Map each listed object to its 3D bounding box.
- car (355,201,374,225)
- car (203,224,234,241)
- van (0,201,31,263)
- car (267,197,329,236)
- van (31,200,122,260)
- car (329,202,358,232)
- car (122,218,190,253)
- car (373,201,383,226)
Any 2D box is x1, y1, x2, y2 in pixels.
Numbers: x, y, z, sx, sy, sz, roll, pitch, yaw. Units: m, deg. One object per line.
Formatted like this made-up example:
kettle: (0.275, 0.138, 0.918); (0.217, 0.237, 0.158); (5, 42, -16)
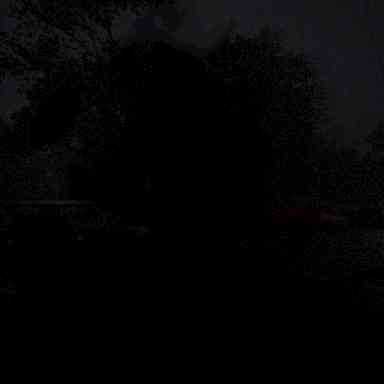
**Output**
car: (9.443, 1.595, 22.850); (4.892, 1.521, 2.231); (-1, -1, 34)
car: (-0.246, 1.572, 15.932); (4.792, 1.488, 2.163); (-1, -1, 34)
van: (-7.391, 1.277, 10.670); (4.442, 1.987, 1.878); (-1, -1, 35)
car: (4.595, 1.317, 19.396); (5.566, 2.045, 2.435); (-1, -1, 34)
van: (-4.967, 1.289, 12.401); (4.442, 1.987, 1.878); (-1, -1, 34)
car: (7.190, 1.576, 21.014); (5.366, 1.575, 1.946); (-1, -1, 34)
car: (-2.487, 1.524, 14.085); (5.366, 1.575, 1.946); (-1, -1, 35)
car: (11.862, 1.481, 24.588); (4.553, 1.767, 2.185); (-1, -1, 34)
